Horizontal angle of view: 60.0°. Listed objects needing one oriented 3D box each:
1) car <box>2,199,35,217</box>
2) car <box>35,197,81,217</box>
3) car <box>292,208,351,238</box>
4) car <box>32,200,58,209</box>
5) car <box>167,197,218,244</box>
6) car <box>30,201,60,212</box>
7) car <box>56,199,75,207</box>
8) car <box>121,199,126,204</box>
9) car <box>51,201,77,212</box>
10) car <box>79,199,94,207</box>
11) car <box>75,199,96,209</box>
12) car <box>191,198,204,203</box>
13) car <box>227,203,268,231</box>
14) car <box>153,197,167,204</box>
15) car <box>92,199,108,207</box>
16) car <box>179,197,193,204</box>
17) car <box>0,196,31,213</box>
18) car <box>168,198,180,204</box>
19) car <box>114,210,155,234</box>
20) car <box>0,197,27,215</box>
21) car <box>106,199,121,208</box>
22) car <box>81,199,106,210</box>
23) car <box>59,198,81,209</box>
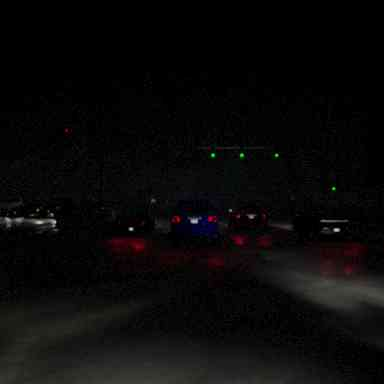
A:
[{"bbox_3d":[-17.569,1.820,35.480,2.128,1.511,4.902,0,-1,0],"label":"car"},{"bbox_3d":[-14.087,1.548,35.349,2.150,2.045,5.566,0,-1,0],"label":"car"},{"bbox_3d":[7.102,1.667,18.748,2.128,1.511,4.902,0,0,0],"label":"car"},{"bbox_3d":[-24.497,2.062,55.670,2.033,1.411,5.357,0,-1,0],"label":"car"},{"bbox_3d":[0.103,1.384,17.033,2.150,2.045,5.566,0,0,0],"label":"car"},{"bbox_3d":[-20.996,1.989,47.813,2.033,1.411,5.357,0,-1,0],"label":"car"},{"bbox_3d":[-24.727,2.125,65.078,2.128,1.511,4.902,0,-1,-3],"label":"car"},{"bbox_3d":[-14.221,2.078,65.393,1.882,1.535,5.008,0,-1,-3],"label":"car"},{"bbox_3d":[-17.496,1.947,45.638,1.812,1.442,4.674,0,-1,0],"label":"car"},{"bbox_3d":[-21.451,2.164,67.737,2.033,1.411,5.357,0,-1,-6],"label":"car"},{"bbox_3d":[-17.495,2.010,54.841,1.837,1.490,4.892,0,-1,0],"label":"car"},{"bbox_3d":[1.529,2.327,91.100,1.837,1.490,4.892,0,-1,-22],"label":"car"},{"bbox_3d":[3.602,1.559,22.281,2.097,1.767,4.553,0,0,0],"label":"car"},{"bbox_3d":[-7.893,2.377,86.295,1.895,1.301,4.718,0,-1,-22],"label":"car"},{"bbox_3d":[-17.621,2.067,64.082,1.882,1.535,5.008,0,-1,-3],"label":"car"},{"bbox_3d":[-1.664,2.171,89.656,2.097,1.767,4.553,0,-1,-22],"label":"car"},{"bbox_3d":[-24.496,1.644,45.558,2.150,2.045,5.566,0,-1,0],"label":"car"},{"bbox_3d":[-4.911,2.360,88.363,1.994,1.385,4.181,0,-1,-22],"label":"car"},{"bbox_3d":[-3.397,1.796,20.784,1.895,1.301,4.718,0,0,0],"label":"car"},{"bbox_3d":[-21.047,1.569,37.472,2.150,2.045,5.566,0,-1,1],"label":"car"},{"bbox_3d":[-13.997,2.062,55.932,2.033,1.411,5.357,0,-1,0],"label":"car"},{"bbox_3d":[-13.996,1.972,46.046,2.033,1.411,5.357,0,-1,0],"label":"car"},{"bbox_3d":[-20.996,1.881,57.330,2.097,1.767,4.553,0,-1,0],"label":"car"}]
